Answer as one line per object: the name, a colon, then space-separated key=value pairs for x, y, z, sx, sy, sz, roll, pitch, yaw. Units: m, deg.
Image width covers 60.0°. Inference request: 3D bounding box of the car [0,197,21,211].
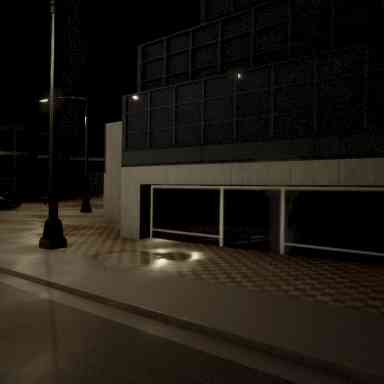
car: x=-18.734 y=1.125 z=31.027 sx=1.895 sy=1.301 sz=4.718 roll=1 pitch=1 yaw=36
